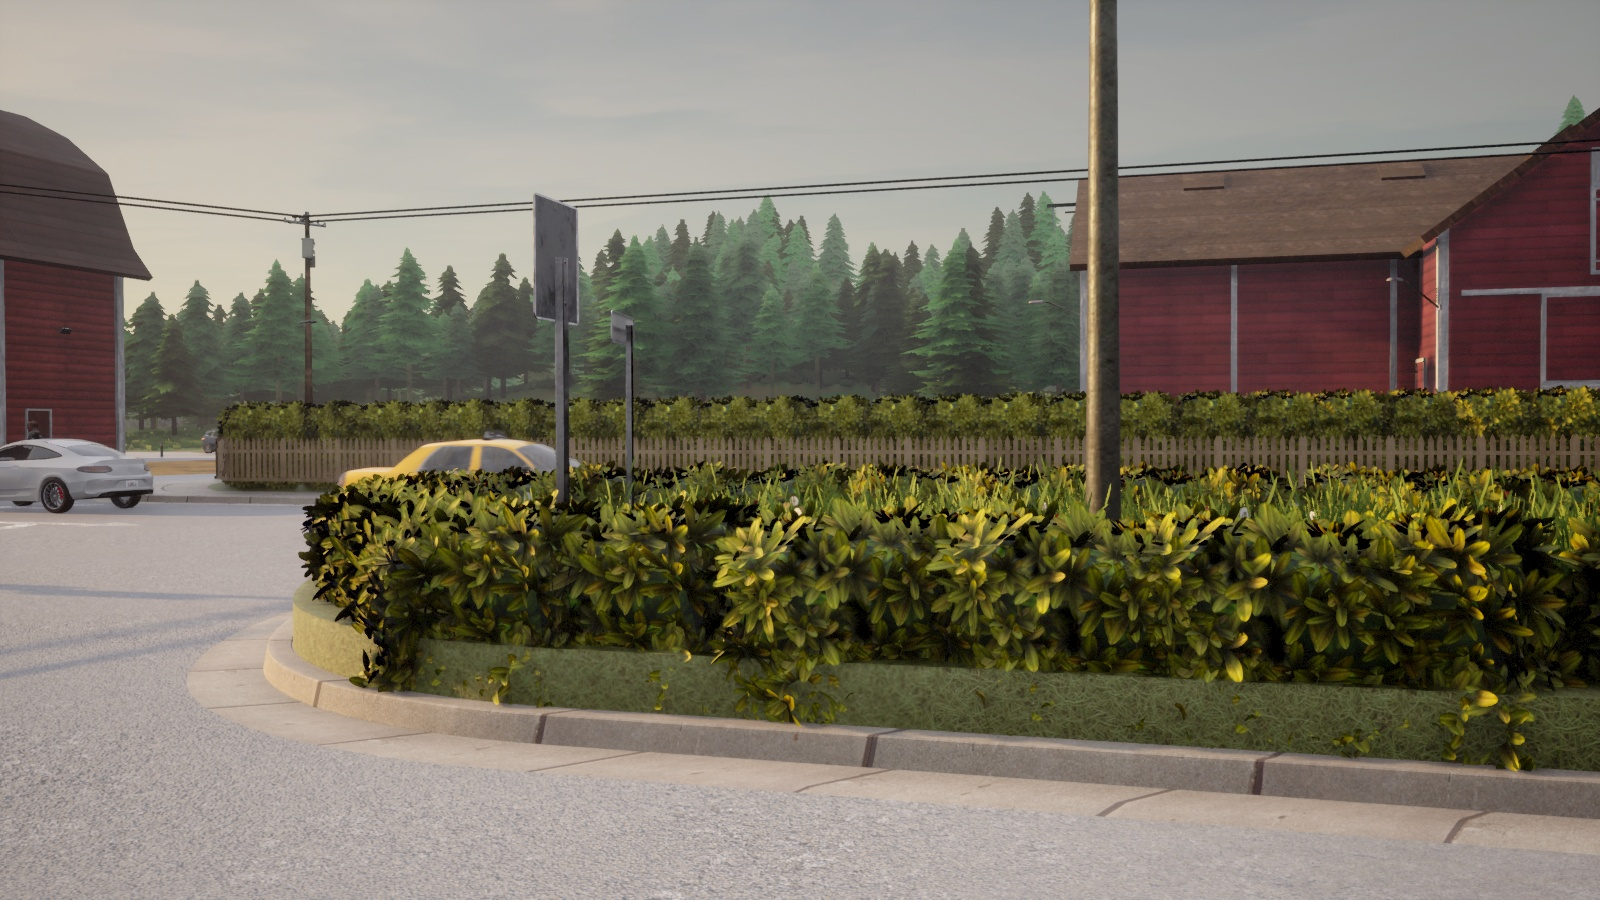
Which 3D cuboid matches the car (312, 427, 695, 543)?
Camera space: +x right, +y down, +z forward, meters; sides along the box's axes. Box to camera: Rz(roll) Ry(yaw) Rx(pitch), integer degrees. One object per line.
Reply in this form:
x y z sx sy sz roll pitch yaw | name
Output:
-4.415 0.449 18.757 5.366 1.575 1.801 0 1 16 | car

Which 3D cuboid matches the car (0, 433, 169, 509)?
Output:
-15.440 0.383 25.649 4.674 1.442 1.812 1 1 19 | car

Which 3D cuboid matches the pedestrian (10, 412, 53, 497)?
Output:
-16.986 0.101 27.768 0.720 1.854 0.376 0 1 -16 | pedestrian

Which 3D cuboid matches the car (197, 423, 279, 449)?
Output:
-37.245 -0.943 83.299 4.611 1.667 2.242 0 1 16 | car
